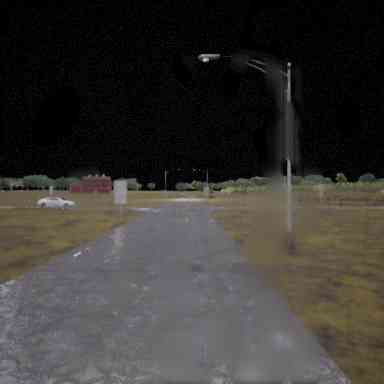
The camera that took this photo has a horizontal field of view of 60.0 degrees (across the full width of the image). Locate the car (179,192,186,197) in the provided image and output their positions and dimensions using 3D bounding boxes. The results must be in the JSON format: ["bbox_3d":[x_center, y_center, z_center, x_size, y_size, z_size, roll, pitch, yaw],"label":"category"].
[{"bbox_3d":[-2.734,0.775,93.977,1.994,1.385,4.181,0,0,0],"label":"car"}]

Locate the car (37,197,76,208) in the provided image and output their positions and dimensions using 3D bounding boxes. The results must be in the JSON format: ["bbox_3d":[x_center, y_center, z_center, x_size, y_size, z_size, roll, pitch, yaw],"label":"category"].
[{"bbox_3d":[-17.102,1.348,42.135,4.674,1.442,1.812,1,-1,0],"label":"car"}]
